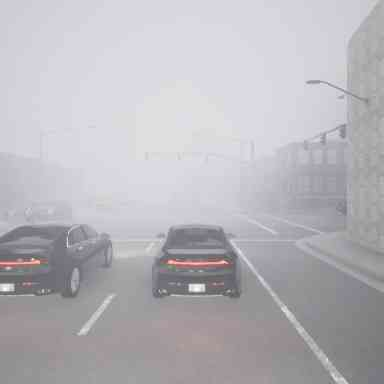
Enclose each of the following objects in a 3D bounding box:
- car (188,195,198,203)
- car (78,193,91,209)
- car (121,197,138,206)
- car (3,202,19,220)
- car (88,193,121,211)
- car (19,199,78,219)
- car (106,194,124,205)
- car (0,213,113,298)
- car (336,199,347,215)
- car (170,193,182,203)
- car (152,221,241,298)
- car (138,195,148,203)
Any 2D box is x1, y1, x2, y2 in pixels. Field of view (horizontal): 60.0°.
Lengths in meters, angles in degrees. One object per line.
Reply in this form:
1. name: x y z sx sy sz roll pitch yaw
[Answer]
1. car: 0.212 1.352 68.220 2.097 1.767 4.553 0 0 0
2. car: -13.961 1.222 44.921 2.150 2.045 5.566 0 0 0
3. car: -10.418 1.563 53.535 1.994 1.385 4.181 0 0 1
4. car: -14.013 1.491 28.238 2.128 1.511 4.902 0 0 0
5. car: -10.474 1.352 40.227 2.097 1.767 4.553 0 0 0
6. car: -10.523 1.352 24.839 2.097 1.767 4.553 0 0 0
7. car: -13.877 1.352 60.247 2.097 1.767 4.553 0 0 1
8. car: -3.395 1.505 8.525 1.837 1.490 4.892 0 0 0
9. car: 14.906 0.764 27.550 5.566 2.045 2.150 -5 0 0
10. car: -3.288 1.221 68.287 2.150 2.045 5.566 0 0 0
11. car: 0.105 1.505 8.509 1.837 1.490 4.892 0 0 0
12. car: -10.288 1.355 68.321 2.097 1.767 4.553 0 0 0
